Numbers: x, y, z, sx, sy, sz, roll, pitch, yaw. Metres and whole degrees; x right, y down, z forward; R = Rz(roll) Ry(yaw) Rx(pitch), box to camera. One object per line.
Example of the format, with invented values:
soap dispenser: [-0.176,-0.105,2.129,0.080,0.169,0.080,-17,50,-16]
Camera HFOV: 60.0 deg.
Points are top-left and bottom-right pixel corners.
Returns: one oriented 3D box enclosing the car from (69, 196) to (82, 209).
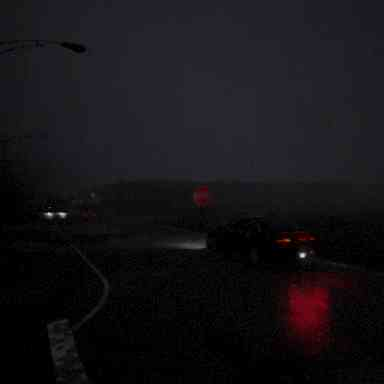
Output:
car: [-19.116,1.671,54.094,2.150,2.045,5.566,0,0,-28]

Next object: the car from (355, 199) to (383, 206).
car: [24.513,1.648,43.997,4.902,1.511,2.128,0,0,-26]

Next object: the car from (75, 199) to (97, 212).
car: [-13.770,1.961,43.672,1.895,1.301,4.718,0,0,-26]

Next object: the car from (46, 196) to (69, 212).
car: [-18.316,1.608,44.779,2.150,2.045,5.566,0,-1,-26]

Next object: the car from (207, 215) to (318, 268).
car: [2.208,1.582,11.776,1.837,1.490,4.892,1,-1,-24]

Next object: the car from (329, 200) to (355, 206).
car: [21.376,1.743,45.922,5.357,1.411,2.033,0,0,-26]
